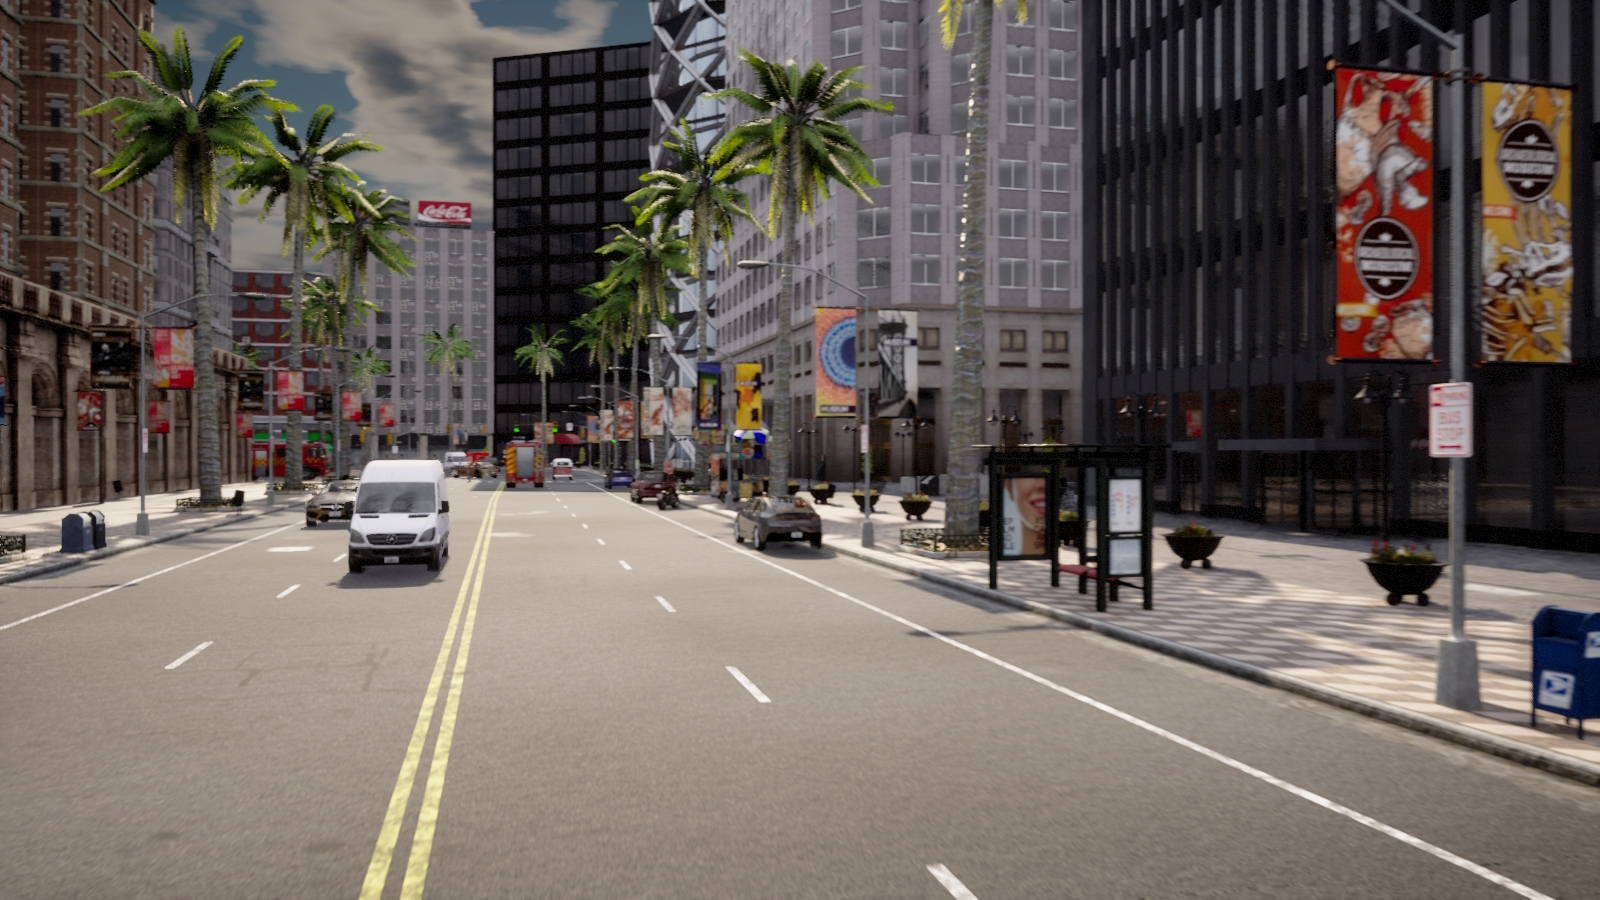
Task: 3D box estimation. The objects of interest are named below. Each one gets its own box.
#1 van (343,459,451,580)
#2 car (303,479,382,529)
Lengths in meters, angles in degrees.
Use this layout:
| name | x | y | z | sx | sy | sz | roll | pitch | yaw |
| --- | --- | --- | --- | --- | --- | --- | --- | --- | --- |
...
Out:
| name | x | y | z | sx | sy | sz | roll | pitch | yaw |
| --- | --- | --- | --- | --- | --- | --- | --- | --- | --- |
| van | -9.714 | 1.539 | 27.968 | 1.988 | 2.561 | 5.915 | 0 | 0 | -14 |
| car | -17.261 | 1.999 | 43.330 | 2.152 | 1.651 | 5.027 | 0 | 0 | -14 |
